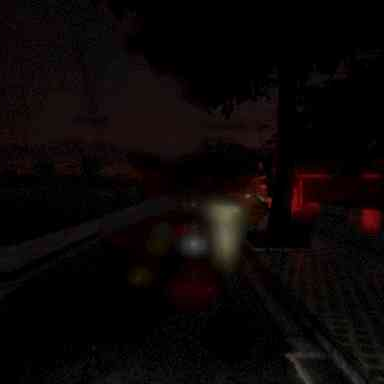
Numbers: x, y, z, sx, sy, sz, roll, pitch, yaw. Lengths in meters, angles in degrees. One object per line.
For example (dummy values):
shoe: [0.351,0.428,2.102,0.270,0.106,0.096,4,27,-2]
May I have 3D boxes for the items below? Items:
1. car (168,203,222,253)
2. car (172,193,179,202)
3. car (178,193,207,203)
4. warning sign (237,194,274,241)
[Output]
car: [0.121,1.400,13.104,1.837,1.490,4.892,0,1,1]
car: [-2.330,0.960,60.034,2.033,1.411,5.357,0,0,4]
car: [0.204,1.102,28.010,2.097,1.767,4.553,0,1,1]
warning sign: [2.586,1.005,13.678,1.300,1.860,1.060,-1,0,0]
